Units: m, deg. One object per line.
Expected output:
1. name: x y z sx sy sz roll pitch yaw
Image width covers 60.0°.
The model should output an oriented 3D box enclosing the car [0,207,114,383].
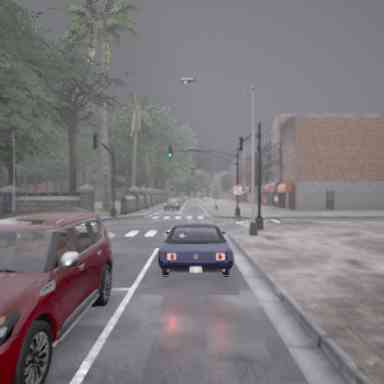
1. car: -2.638 1.321 5.260 2.192 1.841 5.009 0 0 0

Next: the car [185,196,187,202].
1. car: -2.630 1.845 71.851 2.008 1.369 4.403 0 0 0

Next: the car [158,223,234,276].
1. car: 0.106 1.615 10.366 1.895 1.301 4.718 0 0 0

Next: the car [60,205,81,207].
1. car: -9.509 1.687 25.136 4.181 1.385 1.994 -1 0 5

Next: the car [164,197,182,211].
1. car: -2.633 1.567 43.408 1.967 1.590 4.097 0 0 0

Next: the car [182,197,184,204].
1. car: -2.632 1.595 49.096 1.967 1.590 4.097 0 0 0
